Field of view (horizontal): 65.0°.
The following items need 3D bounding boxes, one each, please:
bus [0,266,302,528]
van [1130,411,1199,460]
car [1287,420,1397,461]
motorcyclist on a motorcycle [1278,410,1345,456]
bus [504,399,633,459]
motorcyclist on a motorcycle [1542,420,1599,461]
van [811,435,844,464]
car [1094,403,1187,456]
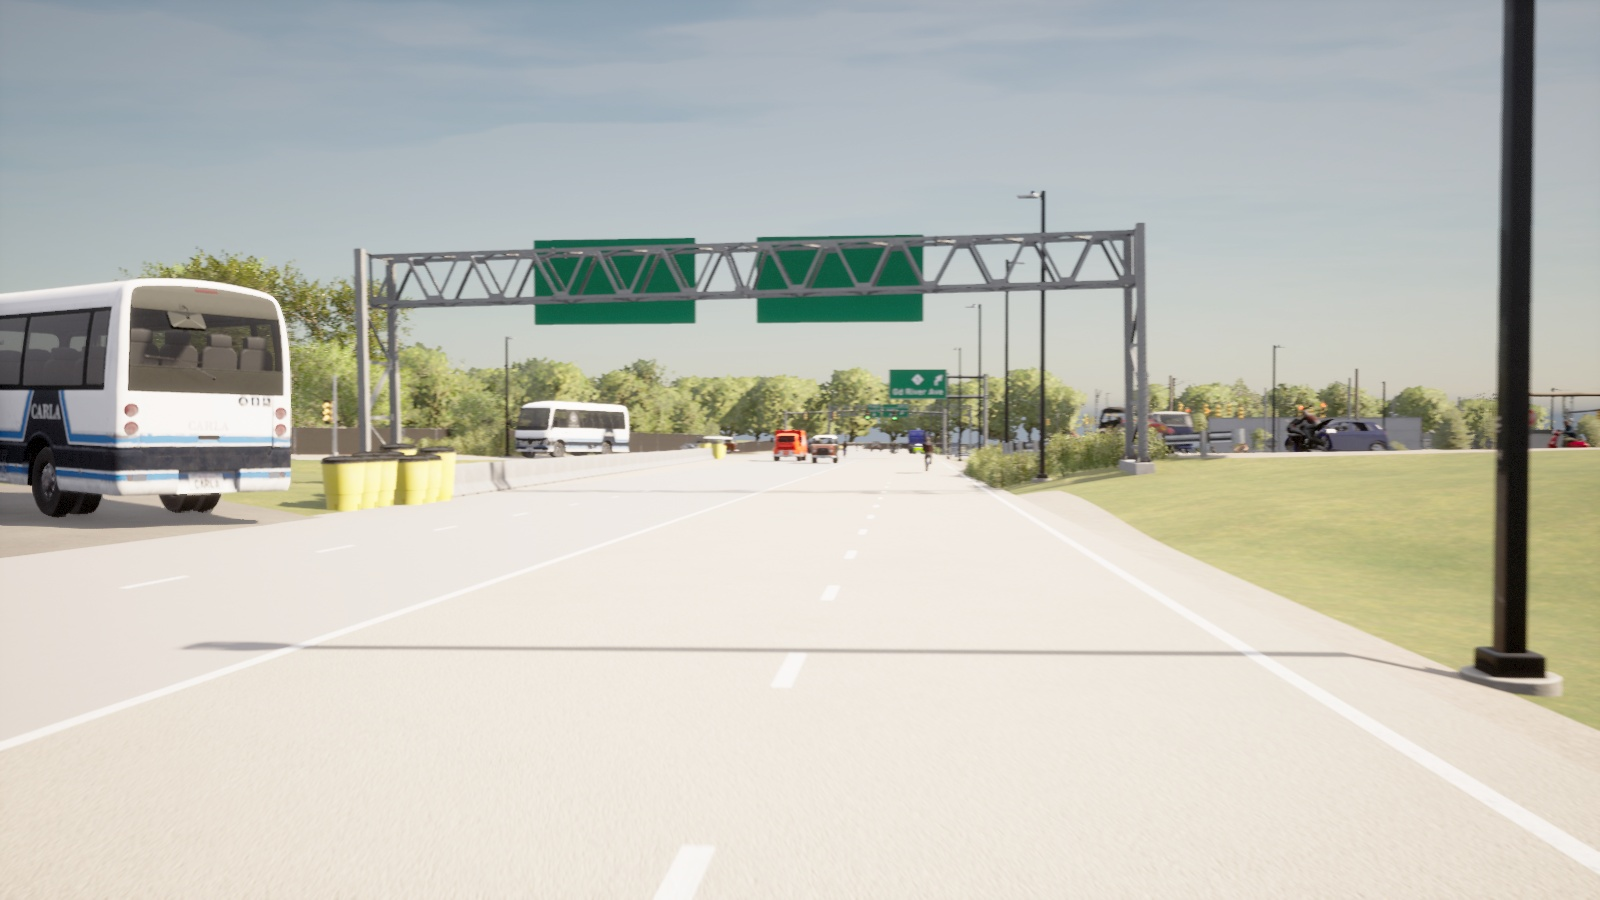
[{"bbox_3d":[-14.674,-1.016,25.104,10.273,4.253,3.944,2,1,37],"label":"bus"},{"bbox_3d":[15.923,-0.610,55.095,1.775,1.987,4.442,0,-1,1],"label":"van"},{"bbox_3d":[21.774,-0.380,50.531,3.633,1.501,1.845,1,-2,1],"label":"car"},{"bbox_3d":[17.696,-0.576,43.471,0.866,1.530,2.191,0,-1,-21],"label":"motorcyclist on a motorcycle"},{"bbox_3d":[-17.260,-1.506,94.597,3.944,4.253,10.273,1,0,29],"label":"bus"},{"bbox_3d":[30.468,-0.360,49.574,1.817,1.590,0.866,0,-2,9],"label":"motorcyclist on a motorcycle"},{"bbox_3d":[1.977,-0.066,89.517,2.069,2.038,4.480,0,0,5],"label":"van"},{"bbox_3d":[12.797,-0.727,47.471,1.905,1.878,3.866,0,-1,-10],"label":"car"}]
